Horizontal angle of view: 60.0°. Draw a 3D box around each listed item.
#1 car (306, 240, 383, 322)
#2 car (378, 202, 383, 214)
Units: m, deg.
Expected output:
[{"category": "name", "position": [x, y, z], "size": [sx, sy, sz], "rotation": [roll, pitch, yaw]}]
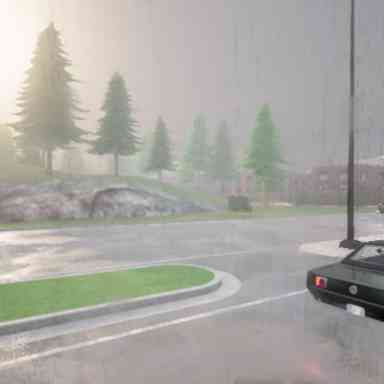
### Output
[{"category": "car", "position": [4.499, 1.630, 6.575], "size": [4.718, 1.301, 1.895], "rotation": [0, 0, -33]}, {"category": "car", "position": [22.621, 1.381, 36.084], "size": [5.566, 2.045, 2.150], "rotation": [1, 0, -32]}]
